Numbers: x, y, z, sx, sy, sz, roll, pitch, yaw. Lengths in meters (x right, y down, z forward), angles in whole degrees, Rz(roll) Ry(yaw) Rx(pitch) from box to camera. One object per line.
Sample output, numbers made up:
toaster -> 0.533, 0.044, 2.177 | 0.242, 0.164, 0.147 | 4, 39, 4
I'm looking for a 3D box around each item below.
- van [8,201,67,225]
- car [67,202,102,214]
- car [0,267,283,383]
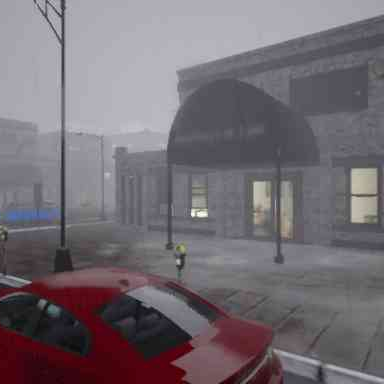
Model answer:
van -> -12.375, 1.646, 26.399 | 1.690, 1.788, 3.998 | 0, 0, 35
car -> -12.976, 1.880, 40.127 | 1.752, 1.417, 4.829 | 0, 0, 35
car -> -1.284, 1.573, 3.784 | 4.507, 1.381, 1.887 | -1, 0, 35
